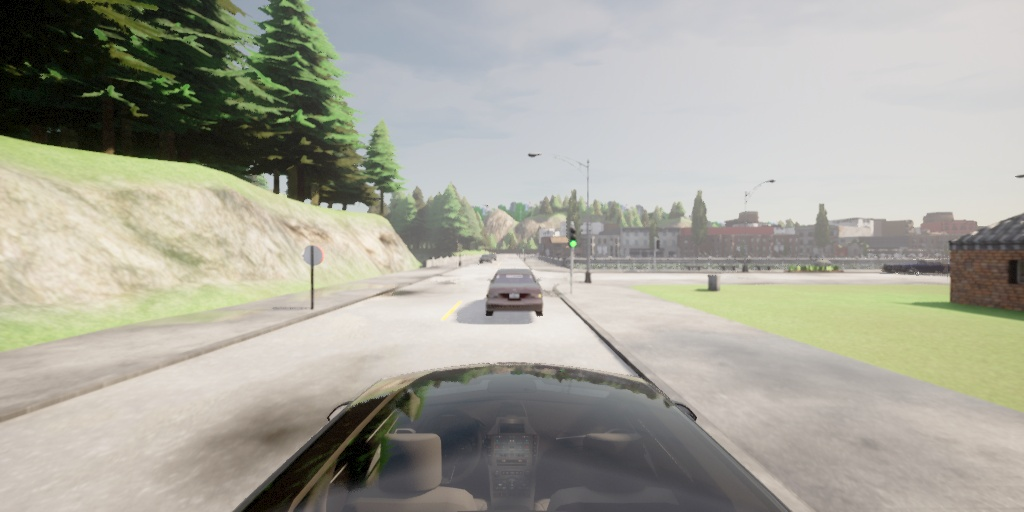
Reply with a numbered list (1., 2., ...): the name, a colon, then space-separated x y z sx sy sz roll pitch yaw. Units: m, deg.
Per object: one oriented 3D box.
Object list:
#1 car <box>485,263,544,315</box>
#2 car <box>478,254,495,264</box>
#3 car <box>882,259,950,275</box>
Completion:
1. car: 0.080 1.141 12.681 2.033 1.411 5.357 0 1 0
2. car: -4.057 0.487 55.799 1.837 1.490 4.892 0 0 0
3. car: 34.682 0.942 30.524 4.718 1.301 1.895 0 1 0
